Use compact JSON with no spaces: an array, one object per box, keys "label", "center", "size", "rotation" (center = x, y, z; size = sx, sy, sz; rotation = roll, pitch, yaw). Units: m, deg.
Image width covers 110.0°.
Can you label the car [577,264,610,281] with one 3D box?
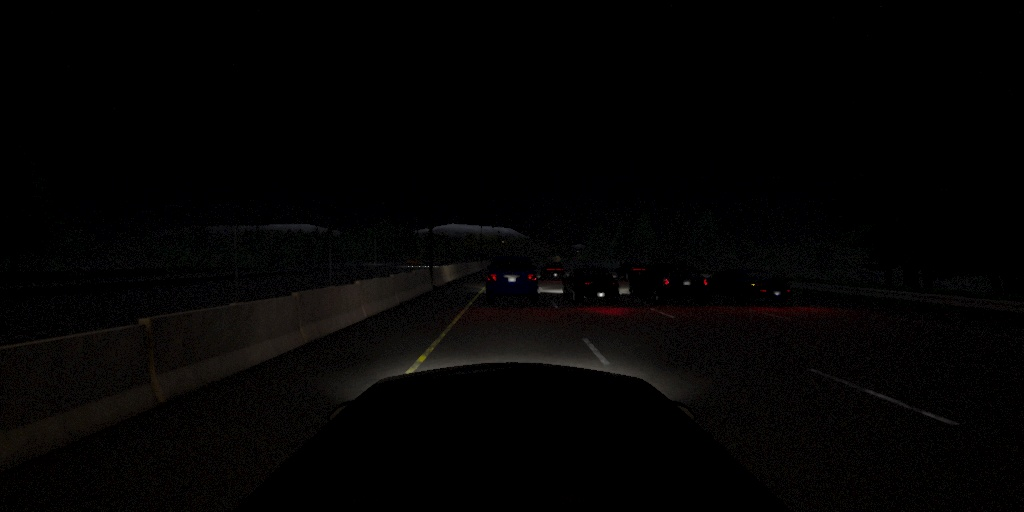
[{"label":"car","center":[7.033,1.374,31.501],"size":[1.895,1.301,4.718],"rotation":[0,0,0]}]

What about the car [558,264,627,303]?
[{"label":"car","center":[3.500,1.269,16.502],"size":[1.837,1.490,4.892],"rotation":[0,0,0]}]

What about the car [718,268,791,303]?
[{"label":"car","center":[10.500,1.285,16.502],"size":[1.812,1.442,4.674],"rotation":[0,0,0]}]

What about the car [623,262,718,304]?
[{"label":"car","center":[7.000,1.118,16.472],"size":[2.097,1.767,4.553],"rotation":[0,0,0]}]

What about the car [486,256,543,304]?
[{"label":"car","center":[0.000,1.010,16.533],"size":[2.150,2.045,5.566],"rotation":[0,0,0]}]

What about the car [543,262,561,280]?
[{"label":"car","center":[3.533,1.274,31.481],"size":[1.837,1.490,4.892],"rotation":[0,0,0]}]

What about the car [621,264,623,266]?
[{"label":"car","center":[10.533,1.274,31.462],"size":[1.837,1.490,4.892],"rotation":[0,0,0]}]
